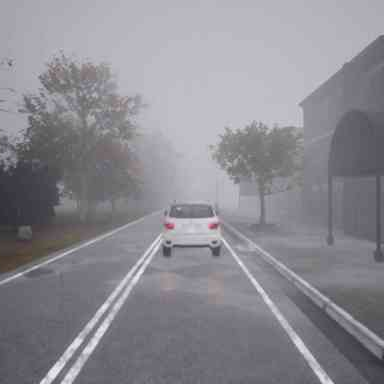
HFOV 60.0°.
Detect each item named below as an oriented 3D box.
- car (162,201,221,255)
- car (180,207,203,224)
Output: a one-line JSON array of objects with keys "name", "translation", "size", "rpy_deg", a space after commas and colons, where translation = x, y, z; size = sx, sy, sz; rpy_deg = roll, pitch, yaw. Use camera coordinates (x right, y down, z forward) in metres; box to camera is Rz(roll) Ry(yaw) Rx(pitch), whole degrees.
[{"name": "car", "translation": [-0.019, 1.373, 14.062], "size": [2.150, 2.045, 5.566], "rpy_deg": [0, -1, 0]}, {"name": "car", "translation": [-0.050, 1.995, 29.138], "size": [1.895, 1.301, 4.718], "rpy_deg": [0, -1, 0]}]
